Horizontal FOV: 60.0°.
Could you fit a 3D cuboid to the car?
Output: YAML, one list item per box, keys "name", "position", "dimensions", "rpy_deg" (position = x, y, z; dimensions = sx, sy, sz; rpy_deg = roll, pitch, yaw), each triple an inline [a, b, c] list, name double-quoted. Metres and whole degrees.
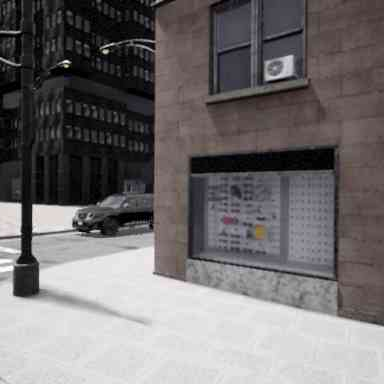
- name: "car"
  position: [-3.744, 1.145, 18.263]
  dimensions: [2.150, 2.045, 5.566]
  rpy_deg: [1, 1, 37]
